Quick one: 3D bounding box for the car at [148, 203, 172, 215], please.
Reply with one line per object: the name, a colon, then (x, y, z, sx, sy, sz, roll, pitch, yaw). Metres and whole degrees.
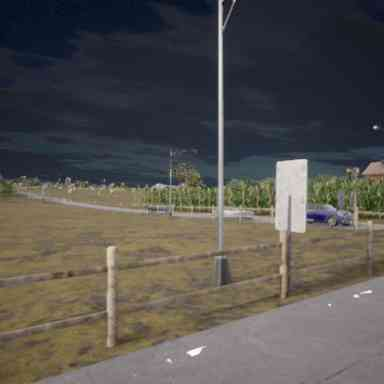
car: (-4.237, 2.301, 45.419, 1.837, 1.490, 4.892, 3, -1, -35)

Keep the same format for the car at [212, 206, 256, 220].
car: (4.165, 2.117, 33.583, 1.895, 1.301, 4.718, 3, -3, -35)

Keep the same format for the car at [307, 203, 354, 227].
car: (9.992, 1.659, 25.520, 2.097, 1.767, 4.553, 3, -3, -37)
